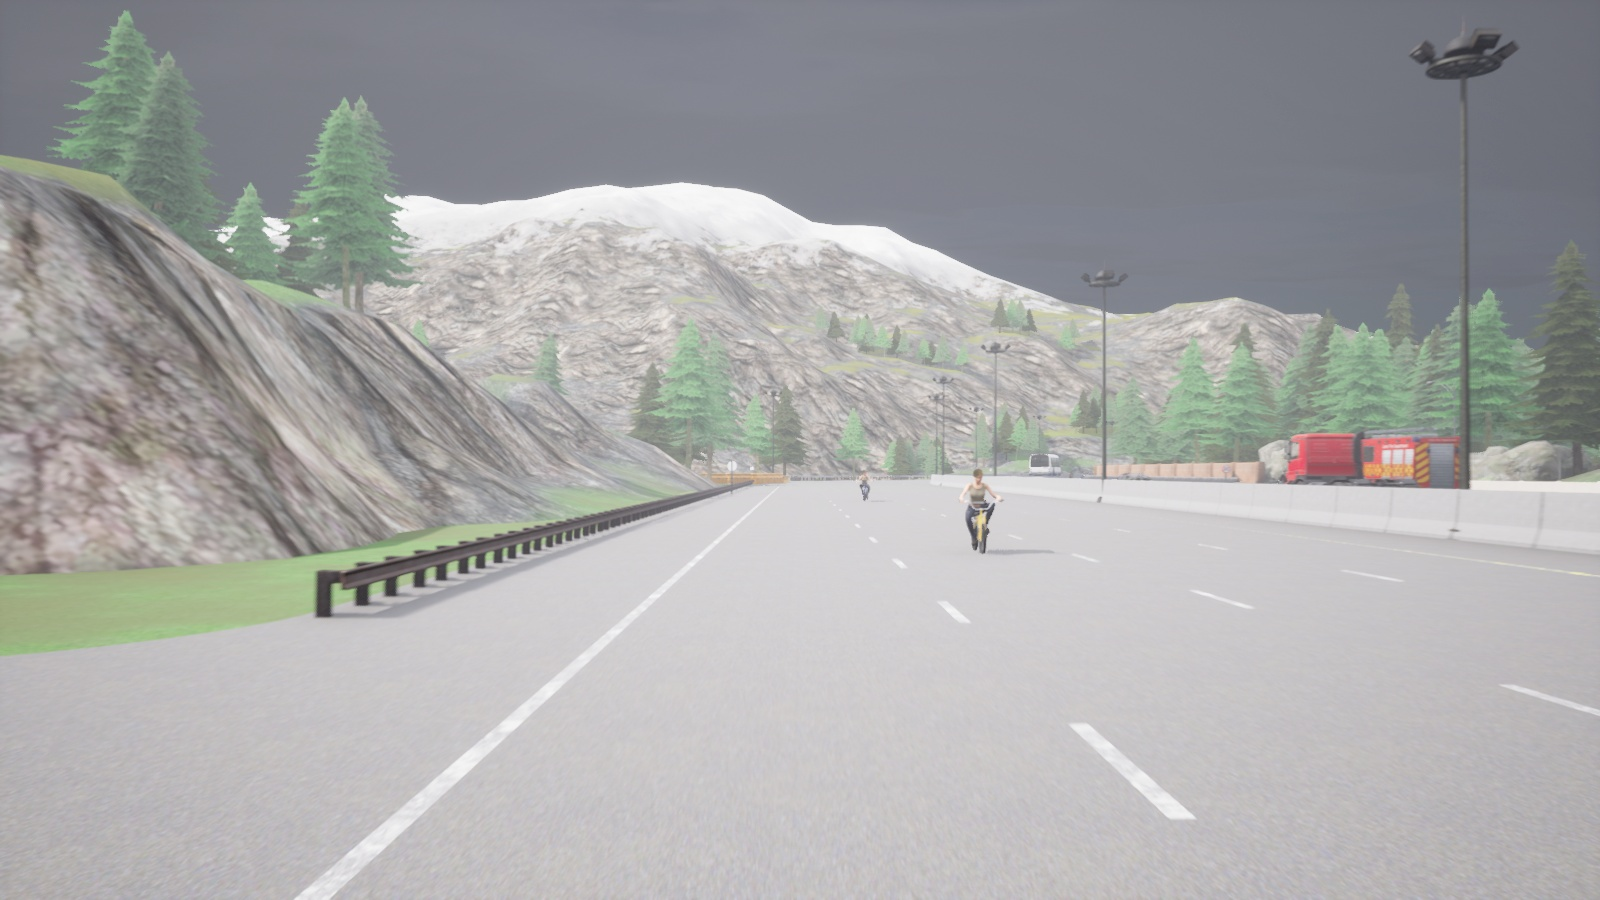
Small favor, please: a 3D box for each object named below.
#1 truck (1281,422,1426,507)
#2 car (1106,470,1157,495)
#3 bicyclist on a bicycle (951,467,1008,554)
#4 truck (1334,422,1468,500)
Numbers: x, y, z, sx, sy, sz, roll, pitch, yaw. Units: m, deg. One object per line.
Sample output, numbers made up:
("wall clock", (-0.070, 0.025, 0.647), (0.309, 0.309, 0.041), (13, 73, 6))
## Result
("truck", (24.360, 0.666, 55.793), (2.891, 3.462, 7.936), (0, -1, 0))
("car", (20.808, 1.996, 78.992), (2.007, 1.525, 4.514), (0, -1, 0))
("bicyclist on a bicycle", (3.436, 1.141, 24.189), (0.866, 1.612, 1.509), (0, -1, 0))
("truck", (31.335, 0.624, 65.943), (2.891, 3.827, 8.468), (0, -1, 0))
